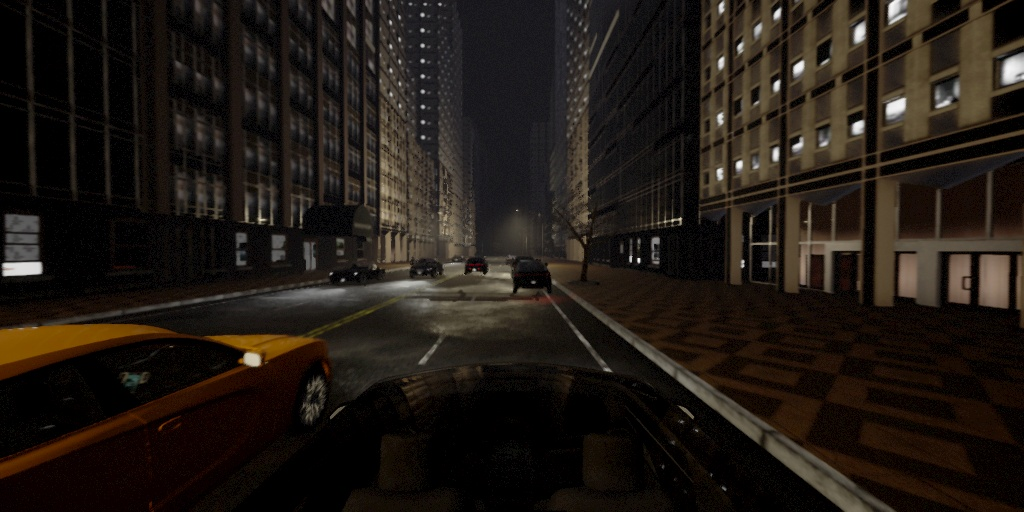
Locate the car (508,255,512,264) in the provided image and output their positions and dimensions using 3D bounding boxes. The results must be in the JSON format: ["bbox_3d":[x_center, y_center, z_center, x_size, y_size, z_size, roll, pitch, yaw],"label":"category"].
[{"bbox_3d":[0.968,0.767,28.740,2.097,1.767,4.553,0,1,0],"label":"car"}]

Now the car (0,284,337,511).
[{"bbox_3d":[-3.152,1.218,2.418,1.882,1.535,5.008,0,1,0],"label":"car"}]

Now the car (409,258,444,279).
[{"bbox_3d":[-6.592,0.915,28.038,2.128,1.511,4.902,0,1,0],"label":"car"}]

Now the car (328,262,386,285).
[{"bbox_3d":[-9.849,1.083,23.101,1.895,1.301,4.718,0,1,0],"label":"car"}]

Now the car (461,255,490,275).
[{"bbox_3d":[-3.156,0.876,32.588,1.837,1.490,4.892,0,1,0],"label":"car"}]

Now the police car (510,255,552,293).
[{"bbox_3d":[0.971,0.958,18.880,1.930,1.638,5.238,0,1,0],"label":"police car"}]

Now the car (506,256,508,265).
[{"bbox_3d":[-0.002,0.607,55.055,2.128,1.511,4.902,0,1,0],"label":"car"}]
